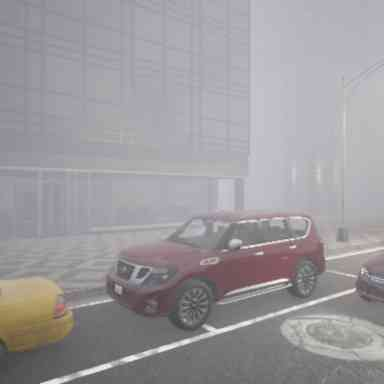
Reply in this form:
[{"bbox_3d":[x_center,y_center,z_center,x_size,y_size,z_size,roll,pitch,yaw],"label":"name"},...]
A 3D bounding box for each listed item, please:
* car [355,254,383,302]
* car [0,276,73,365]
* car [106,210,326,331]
[{"bbox_3d":[5.482,1.583,7.221,4.674,1.442,1.812,1,0,-35],"label":"car"},{"bbox_3d":[-3.928,1.518,3.733,4.829,1.417,1.752,0,0,-35],"label":"car"},{"bbox_3d":[0.805,1.346,7.101,5.009,1.841,2.192,0,0,-35],"label":"car"}]
